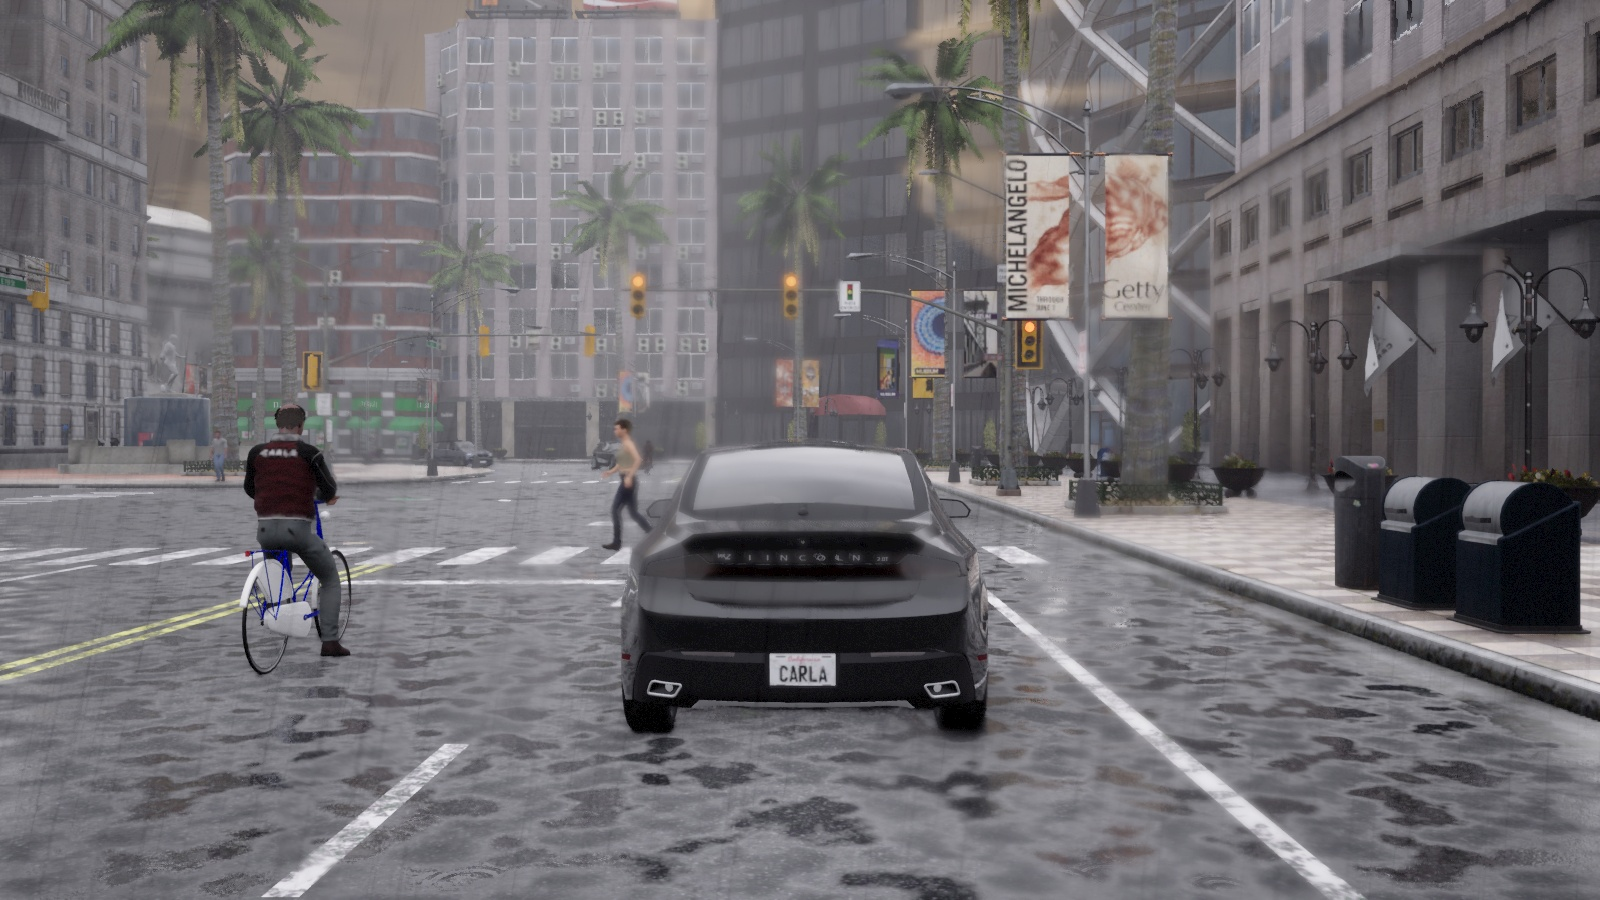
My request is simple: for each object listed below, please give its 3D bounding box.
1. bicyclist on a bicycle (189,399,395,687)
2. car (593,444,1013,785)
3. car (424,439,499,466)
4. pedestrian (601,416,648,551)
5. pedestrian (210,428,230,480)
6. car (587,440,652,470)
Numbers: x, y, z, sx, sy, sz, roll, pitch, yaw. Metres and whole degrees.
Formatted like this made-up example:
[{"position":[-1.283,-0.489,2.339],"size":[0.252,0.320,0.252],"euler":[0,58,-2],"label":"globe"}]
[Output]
[{"position":[-3.432,0.565,8.669],"size":[0.659,1.776,1.843],"euler":[0,1,0],"label":"bicyclist on a bicycle"},{"position":[0.047,0.707,7.945],"size":[1.837,1.490,4.892],"euler":[0,0,1],"label":"car"},{"position":[-21.372,0.126,79.279],"size":[4.611,1.667,2.242],"euler":[0,0,37],"label":"car"},{"position":[-2.405,0.454,17.250],"size":[0.594,1.836,0.345],"euler":[0,0,-1],"label":"pedestrian"},{"position":[-20.350,0.138,44.059],"size":[0.354,1.836,0.706],"euler":[0,0,-1],"label":"pedestrian"},{"position":[-10.254,0.267,70.988],"size":[2.033,1.649,4.856],"euler":[0,0,-29],"label":"car"}]
